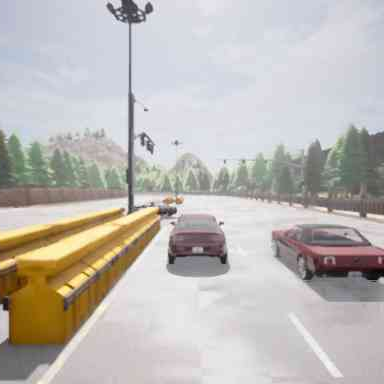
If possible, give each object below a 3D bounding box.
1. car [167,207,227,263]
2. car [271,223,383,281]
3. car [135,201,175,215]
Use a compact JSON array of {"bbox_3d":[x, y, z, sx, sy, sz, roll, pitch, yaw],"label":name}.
[{"bbox_3d":[0.183,1.473,11.695,1.812,1.442,4.674,0,0,0],"label":"car"},{"bbox_3d":[3.666,1.556,9.653,1.895,1.301,4.718,0,0,0],"label":"car"},{"bbox_3d":[-3.472,1.471,29.102,1.895,1.301,4.718,0,0,-41],"label":"car"}]
